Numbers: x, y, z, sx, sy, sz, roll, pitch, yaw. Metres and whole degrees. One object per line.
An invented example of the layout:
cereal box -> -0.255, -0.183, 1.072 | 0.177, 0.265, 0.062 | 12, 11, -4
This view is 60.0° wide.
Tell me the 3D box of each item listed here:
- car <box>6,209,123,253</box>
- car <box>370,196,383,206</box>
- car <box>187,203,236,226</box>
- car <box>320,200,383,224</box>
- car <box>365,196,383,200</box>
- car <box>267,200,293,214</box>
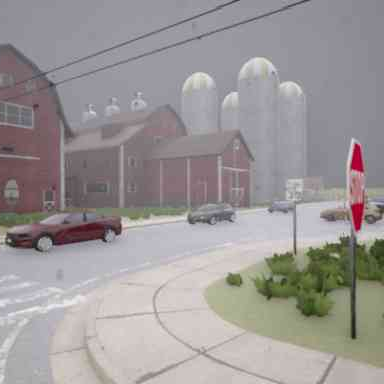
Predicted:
car -> -5.354, 1.555, 14.547 | 1.882, 1.535, 5.008 | -1, 0, 38
car -> 32.866, 1.513, 56.127 | 4.611, 1.667, 2.242 | 0, 0, 35
car -> 1.534, 1.582, 24.315 | 1.837, 1.490, 4.892 | 0, 0, 34
car -> 11.814, 1.534, 24.860 | 4.193, 1.474, 1.816 | 0, 0, 35
car -> 19.044, 1.345, 36.255 | 3.866, 1.878, 1.905 | 0, 0, 35
car -> 9.977, 1.604, 36.590 | 1.812, 1.442, 4.674 | 0, 0, 35
